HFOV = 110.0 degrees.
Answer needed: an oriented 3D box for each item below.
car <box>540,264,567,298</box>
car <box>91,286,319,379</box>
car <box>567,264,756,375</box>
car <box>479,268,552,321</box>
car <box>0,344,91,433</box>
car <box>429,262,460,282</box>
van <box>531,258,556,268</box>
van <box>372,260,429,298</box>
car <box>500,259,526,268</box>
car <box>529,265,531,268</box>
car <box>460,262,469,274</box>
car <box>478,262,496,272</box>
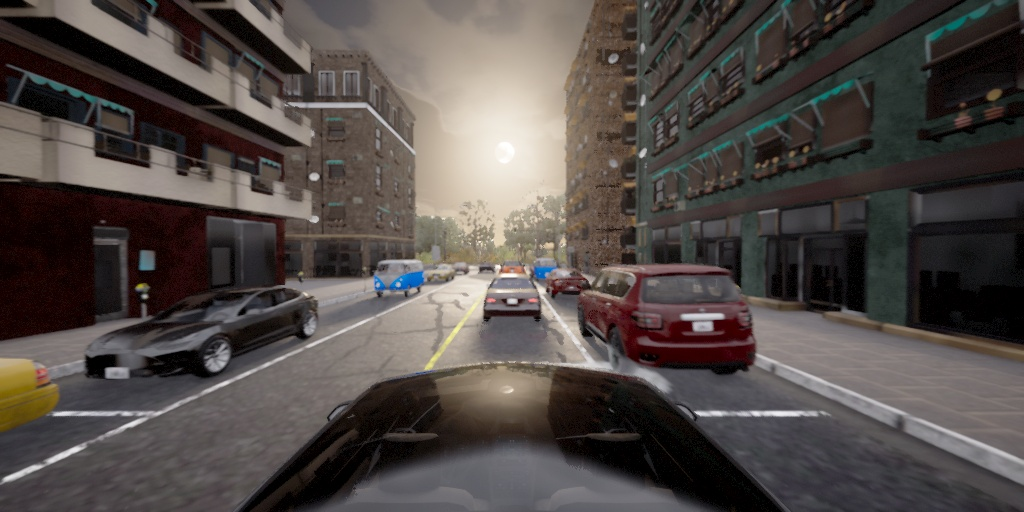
[{"bbox_3d":[2.693,1.302,18.450,1.888,1.381,4.507,0,0,0],"label":"car"},{"bbox_3d":[-5.690,1.318,7.354,1.948,1.339,4.313,0,0,0],"label":"car"},{"bbox_3d":[2.691,1.067,7.401,2.192,1.841,5.009,0,0,0],"label":"car"},{"bbox_3d":[0.024,1.303,12.466,2.033,1.411,5.357,0,0,0],"label":"car"},{"bbox_3d":[-5.691,1.275,1.661,1.751,1.417,4.829,0,0,0],"label":"car"},{"bbox_3d":[-5.685,1.286,29.282,1.751,1.417,4.829,0,0,0],"label":"car"},{"bbox_3d":[2.695,1.101,29.498,1.690,1.789,3.998,0,0,0],"label":"van"},{"bbox_3d":[-5.687,1.098,18.403,1.690,1.789,3.998,0,0,0],"label":"van"},{"bbox_3d":[0.052,1.112,29.519,2.097,1.767,4.553,0,0,1],"label":"car"},{"bbox_3d":[2.696,1.201,35.022,1.967,1.591,4.097,0,0,0],"label":"car"},{"bbox_3d":[-5.780,1.345,40.494,1.802,1.307,4.207,0,0,0],"label":"car"},{"bbox_3d":[-3.031,1.364,44.070,1.895,1.301,4.718,0,0,1],"label":"car"}]
